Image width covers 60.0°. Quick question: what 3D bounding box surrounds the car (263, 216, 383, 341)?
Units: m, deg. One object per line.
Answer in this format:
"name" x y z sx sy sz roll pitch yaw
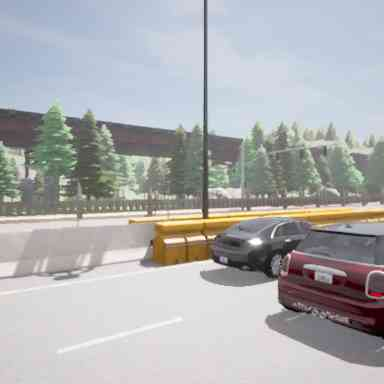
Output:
"car" 3.785 1.353 6.452 4.553 1.767 2.097 0 0 -36

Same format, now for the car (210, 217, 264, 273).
"car" 2.792 1.505 10.043 4.892 1.490 1.837 0 0 -36
